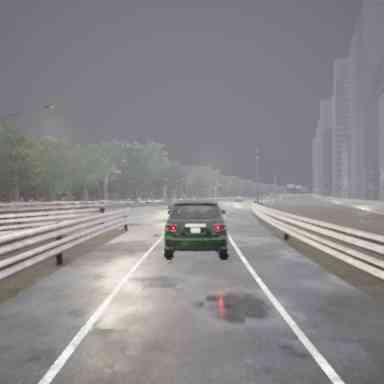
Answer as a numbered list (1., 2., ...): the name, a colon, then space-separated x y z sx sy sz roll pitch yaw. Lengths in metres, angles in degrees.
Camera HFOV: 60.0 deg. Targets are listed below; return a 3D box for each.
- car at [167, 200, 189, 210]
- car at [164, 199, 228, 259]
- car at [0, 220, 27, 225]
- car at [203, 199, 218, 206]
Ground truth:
1. car: -1.993 1.909 49.151 1.994 1.385 4.181 0 -1 18
2. car: 0.191 1.303 13.131 2.150 2.045 5.566 0 0 2
3. car: -11.915 1.634 19.126 1.895 1.301 4.718 0 -1 18
4. car: 3.691 2.051 66.253 1.812 1.442 4.674 0 -1 18
